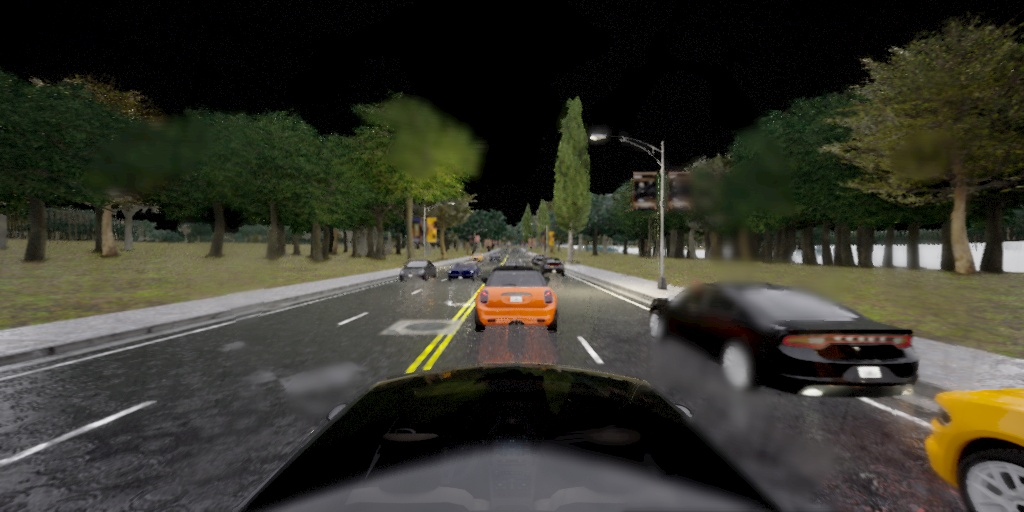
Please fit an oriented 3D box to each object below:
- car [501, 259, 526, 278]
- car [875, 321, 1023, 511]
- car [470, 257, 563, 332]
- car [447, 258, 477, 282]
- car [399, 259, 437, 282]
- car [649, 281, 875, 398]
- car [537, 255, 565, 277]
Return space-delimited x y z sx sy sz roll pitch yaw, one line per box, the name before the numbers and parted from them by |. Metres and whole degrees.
car | 0.138 0.998 29.621 1.895 1.301 4.718 0 1 0
car | 4.220 1.235 0.715 1.882 1.535 5.008 0 0 0
car | 0.110 1.034 10.782 2.097 1.767 4.553 0 1 0
car | -3.318 1.064 25.357 1.895 1.301 4.718 0 1 0
car | -6.568 0.982 25.538 1.812 1.442 4.674 0 1 0
car | 4.229 1.202 6.712 1.882 1.535 5.008 0 0 0
car | 3.329 0.893 30.425 1.837 1.490 4.892 0 1 1
